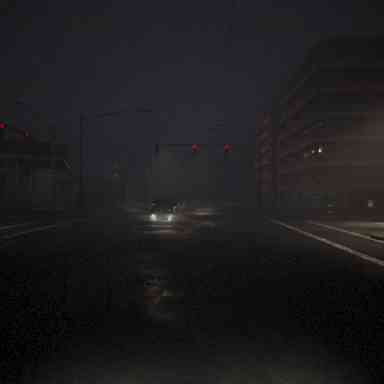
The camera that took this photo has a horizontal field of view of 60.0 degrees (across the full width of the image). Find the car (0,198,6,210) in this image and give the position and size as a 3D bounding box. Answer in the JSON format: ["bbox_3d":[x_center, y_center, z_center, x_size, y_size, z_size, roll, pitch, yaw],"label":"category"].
[{"bbox_3d":[-24.023,1.456,38.959,3.806,1.475,1.970,0,0,1],"label":"car"}]

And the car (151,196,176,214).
[{"bbox_3d":[-3.108,1.352,35.167,2.097,1.767,4.553,0,0,-1],"label":"car"}]

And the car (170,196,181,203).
[{"bbox_3d":[-3.337,1.578,68.534,1.994,1.385,4.181,0,0,0],"label":"car"}]

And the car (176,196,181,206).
[{"bbox_3d":[-3.281,1.548,52.452,2.033,1.411,5.357,0,0,0],"label":"car"}]
